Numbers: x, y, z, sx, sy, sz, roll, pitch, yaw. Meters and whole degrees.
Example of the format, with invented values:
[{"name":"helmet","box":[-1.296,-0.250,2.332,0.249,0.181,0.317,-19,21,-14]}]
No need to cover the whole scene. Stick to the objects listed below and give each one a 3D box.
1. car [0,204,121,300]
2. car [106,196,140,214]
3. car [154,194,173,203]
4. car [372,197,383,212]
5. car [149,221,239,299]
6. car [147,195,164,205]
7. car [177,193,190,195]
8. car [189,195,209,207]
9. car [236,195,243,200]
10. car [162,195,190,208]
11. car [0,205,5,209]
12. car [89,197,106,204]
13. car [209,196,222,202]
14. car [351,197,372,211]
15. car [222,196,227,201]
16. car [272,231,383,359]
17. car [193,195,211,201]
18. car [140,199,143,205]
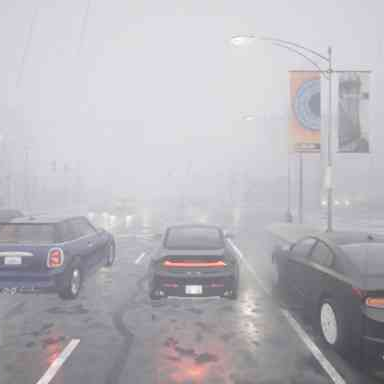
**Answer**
[{"name":"car","box":[-3.450,1.350,8.576,2.097,1.767,4.553,0,0,0]},{"name":"car","box":[-7.137,1.342,34.822,2.097,1.767,4.553,0,0,0]},{"name":"car","box":[-6.056,1.335,70.970,2.097,1.767,4.553,0,0,23]},{"name":"car","box":[23.103,1.341,37.002,4.553,1.767,2.097,0,0,-1]},{"name":"car","box":[0.049,1.502,8.394,1.837,1.490,4.892,0,0,0]},{"name":"car","box":[-6.274,1.530,58.747,2.033,1.411,5.357,0,0,12]},{"name":"car","box":[-2.185,1.205,70.873,2.150,2.045,5.566,0,0,26]},{"name":"car","box":[0.659,1.532,51.746,2.033,1.411,5.357,0,0,-9]},{"name":"car","box":[14.391,1.492,92.575,4.902,1.511,2.128,0,0,-32]},{"name":"car","box":[-2.361,1.550,47.941,1.994,1.385,4.181,0,0,-23]},{"name":"car","box":[-7.116,1.349,11.016,2.097,1.767,4.553,0,0,0]},{"name":"car","box":[-10.622,1.340,39.234,2.097,1.767,4.553,0,0,0]},{"name":"car","box":[4.194,1.531,74.592,1.994,1.385,4.181,0,0,36]},{"name":"car","box":[21.836,1.340,40.491,4.553,1.767,2.097,0,0,-1]},{"name":"car","box":[6.593,1.572,82.588,4.718,1.301,1.895,0,0,-44]},{"name":"car","box":[2.892,1.478,6.235,2.097,1.535,5.008,0,0,0]},{"name":"car","box":[2.573,1.500,83.509,1.812,1.442,4.674,0,0,43]},{"name":"car","box":[-9.905,1.547,57.605,1.994,1.385,4.181,0,0,9]}]
